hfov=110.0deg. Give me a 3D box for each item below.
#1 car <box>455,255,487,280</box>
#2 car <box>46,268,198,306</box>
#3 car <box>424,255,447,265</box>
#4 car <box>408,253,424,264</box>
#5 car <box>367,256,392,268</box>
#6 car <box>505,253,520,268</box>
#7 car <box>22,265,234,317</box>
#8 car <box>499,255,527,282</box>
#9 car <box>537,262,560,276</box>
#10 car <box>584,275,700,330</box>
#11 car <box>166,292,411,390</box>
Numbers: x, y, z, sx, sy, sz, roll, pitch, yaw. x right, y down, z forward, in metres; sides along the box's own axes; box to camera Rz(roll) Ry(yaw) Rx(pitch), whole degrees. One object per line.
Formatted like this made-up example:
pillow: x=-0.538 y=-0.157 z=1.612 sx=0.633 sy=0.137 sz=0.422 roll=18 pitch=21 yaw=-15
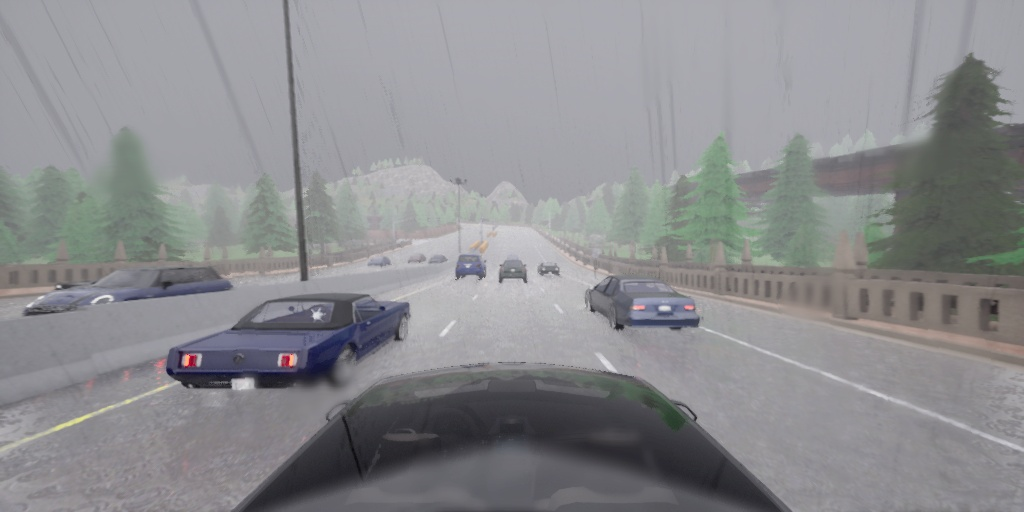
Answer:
car: x=-3.409 y=0.905 z=30.391 sx=2.150 sy=2.045 sz=5.566 roll=0 pitch=0 yaw=0
car: x=-17.603 y=1.317 z=16.630 sx=1.895 sy=1.301 sz=4.718 roll=0 pitch=0 yaw=0
car: x=-10.584 y=0.513 z=51.215 sx=2.033 sy=1.411 sz=5.357 roll=0 pitch=4 yaw=0
car: x=-14.080 y=0.325 z=53.341 sx=1.812 sy=1.442 sz=4.674 roll=0 pitch=5 yaw=0
car: x=-17.578 y=0.729 z=47.691 sx=1.812 sy=1.442 sz=4.674 roll=0 pitch=4 yaw=0
car: x=0.084 y=0.576 z=49.325 sx=1.882 sy=1.535 sz=5.008 roll=0 pitch=4 yaw=0
car: x=-10.601 y=1.082 z=10.458 sx=2.097 sy=1.767 sz=4.553 roll=0 pitch=0 yaw=0
car: x=0.086 y=1.043 z=28.160 sx=2.097 sy=1.767 sz=4.553 roll=0 pitch=0 yaw=1
car: x=3.589 y=1.248 z=36.018 sx=1.895 sy=1.301 sz=4.718 roll=0 pitch=1 yaw=0
car: x=3.597 y=1.276 z=10.959 sx=2.033 sy=1.411 sz=5.357 roll=0 pitch=0 yaw=0
car: x=-3.402 y=1.339 z=6.774 sx=1.895 sy=1.301 sz=4.718 roll=0 pitch=0 yaw=0
